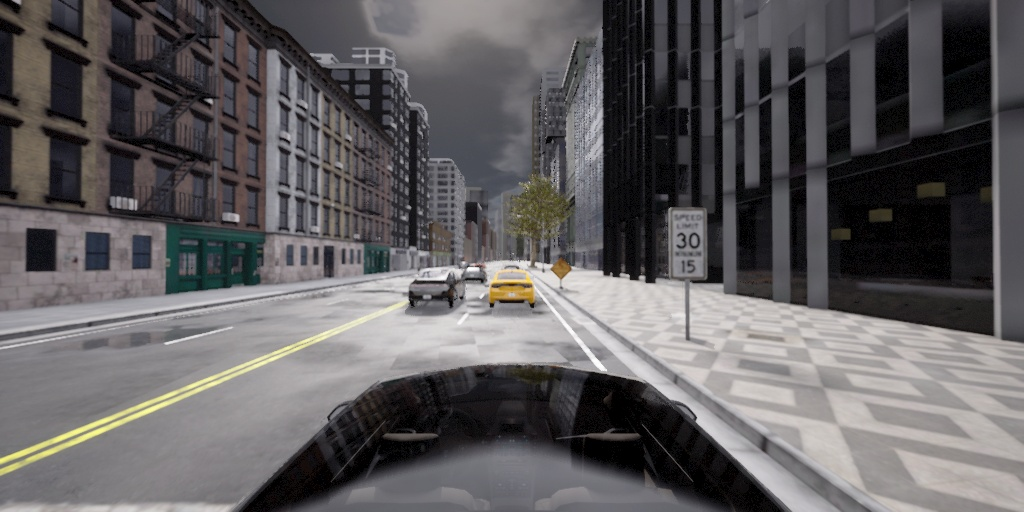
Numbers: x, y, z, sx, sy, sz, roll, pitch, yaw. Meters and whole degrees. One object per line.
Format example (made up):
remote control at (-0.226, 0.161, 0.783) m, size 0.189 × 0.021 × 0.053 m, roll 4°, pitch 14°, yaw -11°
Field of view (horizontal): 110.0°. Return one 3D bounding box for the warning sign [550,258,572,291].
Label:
warning sign at (2.849, 1.036, 20.790) m, size 1.300 × 1.860 × 1.060 m, roll 0°, pitch 0°, yaw 0°

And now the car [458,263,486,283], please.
car at (-3.249, 1.580, 31.143) m, size 1.994 × 1.385 × 4.181 m, roll 0°, pitch 0°, yaw 0°

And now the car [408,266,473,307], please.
car at (-3.247, 1.373, 16.151) m, size 2.128 × 1.511 × 4.902 m, roll 0°, pitch 0°, yaw 0°

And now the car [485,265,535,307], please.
car at (0.004, 1.359, 16.328) m, size 1.882 × 1.535 × 5.008 m, roll 0°, pitch 0°, yaw 0°
